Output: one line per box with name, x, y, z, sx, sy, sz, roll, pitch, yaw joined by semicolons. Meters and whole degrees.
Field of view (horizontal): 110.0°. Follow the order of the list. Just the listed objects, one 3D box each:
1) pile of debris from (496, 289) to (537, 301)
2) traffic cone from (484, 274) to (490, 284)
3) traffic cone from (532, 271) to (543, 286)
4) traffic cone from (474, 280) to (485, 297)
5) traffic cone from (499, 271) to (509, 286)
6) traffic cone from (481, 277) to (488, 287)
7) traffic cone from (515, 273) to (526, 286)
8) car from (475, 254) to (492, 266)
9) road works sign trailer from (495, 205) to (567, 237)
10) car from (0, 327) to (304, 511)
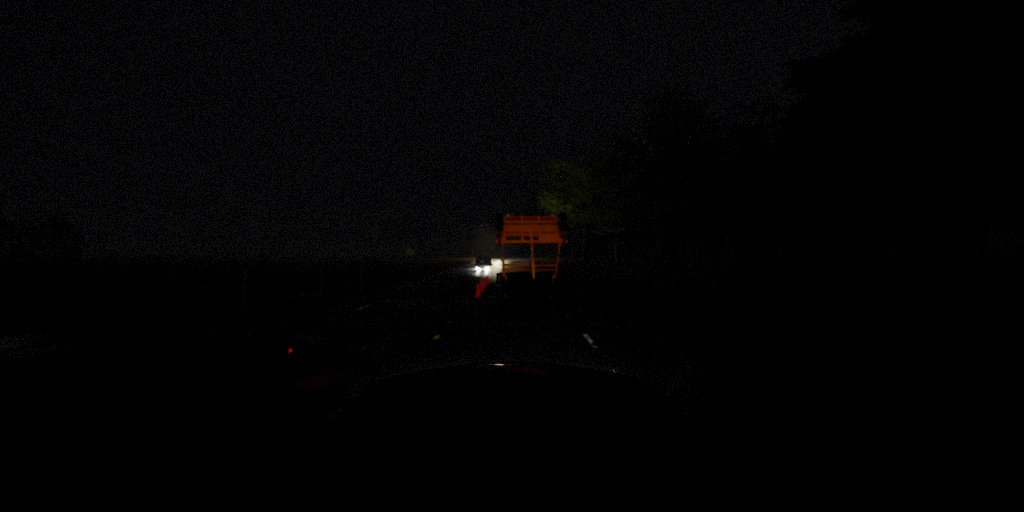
pile of debris;-0.001;1.688;15.647;1.860;0.140;1.500;0;0;0
traffic cone;-1.485;1.411;19.641;0.340;0.580;0.340;0;0;0
traffic cone;1.512;1.378;21.640;0.340;0.580;0.340;0;0;0
traffic cone;-1.486;1.477;15.641;0.340;0.580;0.340;0;0;0
traffic cone;-0.486;1.378;21.640;0.340;0.580;0.340;0;0;0
traffic cone;-1.485;1.444;17.641;0.340;0.580;0.340;0;0;0
traffic cone;0.513;1.378;21.640;0.340;0.580;0.340;0;0;0
car;-3.569;0.508;45.688;2.128;1.511;4.902;0;1;0
road works sign trailer;0.614;-2.508;10.815;2.380;3.560;2.880;0;0;0
car;-3.598;1.289;2.225;2.033;1.411;5.357;0;1;0
